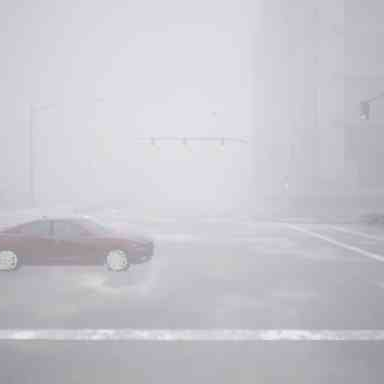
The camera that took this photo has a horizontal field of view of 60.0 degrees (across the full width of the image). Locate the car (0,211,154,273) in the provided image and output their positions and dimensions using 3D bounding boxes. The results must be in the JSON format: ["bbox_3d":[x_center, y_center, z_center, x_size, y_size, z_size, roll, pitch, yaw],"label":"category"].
[{"bbox_3d":[-3.662,1.480,10.093,5.008,1.535,1.882,0,0,0],"label":"car"}]

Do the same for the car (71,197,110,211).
[{"bbox_3d":[-10.700,1.530,34.778,2.033,1.411,5.357,0,0,4],"label":"car"}]

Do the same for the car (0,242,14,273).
[{"bbox_3d":[-3.436,1.477,2.090,1.882,1.535,5.008,0,0,0],"label":"car"}]

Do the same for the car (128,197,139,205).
[{"bbox_3d":[-10.318,1.518,56.622,2.033,1.411,5.357,0,0,3],"label":"car"}]

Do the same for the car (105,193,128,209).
[{"bbox_3d":[-10.572,1.192,44.758,2.150,2.045,5.566,0,1,1],"label":"car"}]

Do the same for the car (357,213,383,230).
[{"bbox_3d":[12.937,1.587,20.604,4.718,1.301,1.895,0,0,1],"label":"car"}]
